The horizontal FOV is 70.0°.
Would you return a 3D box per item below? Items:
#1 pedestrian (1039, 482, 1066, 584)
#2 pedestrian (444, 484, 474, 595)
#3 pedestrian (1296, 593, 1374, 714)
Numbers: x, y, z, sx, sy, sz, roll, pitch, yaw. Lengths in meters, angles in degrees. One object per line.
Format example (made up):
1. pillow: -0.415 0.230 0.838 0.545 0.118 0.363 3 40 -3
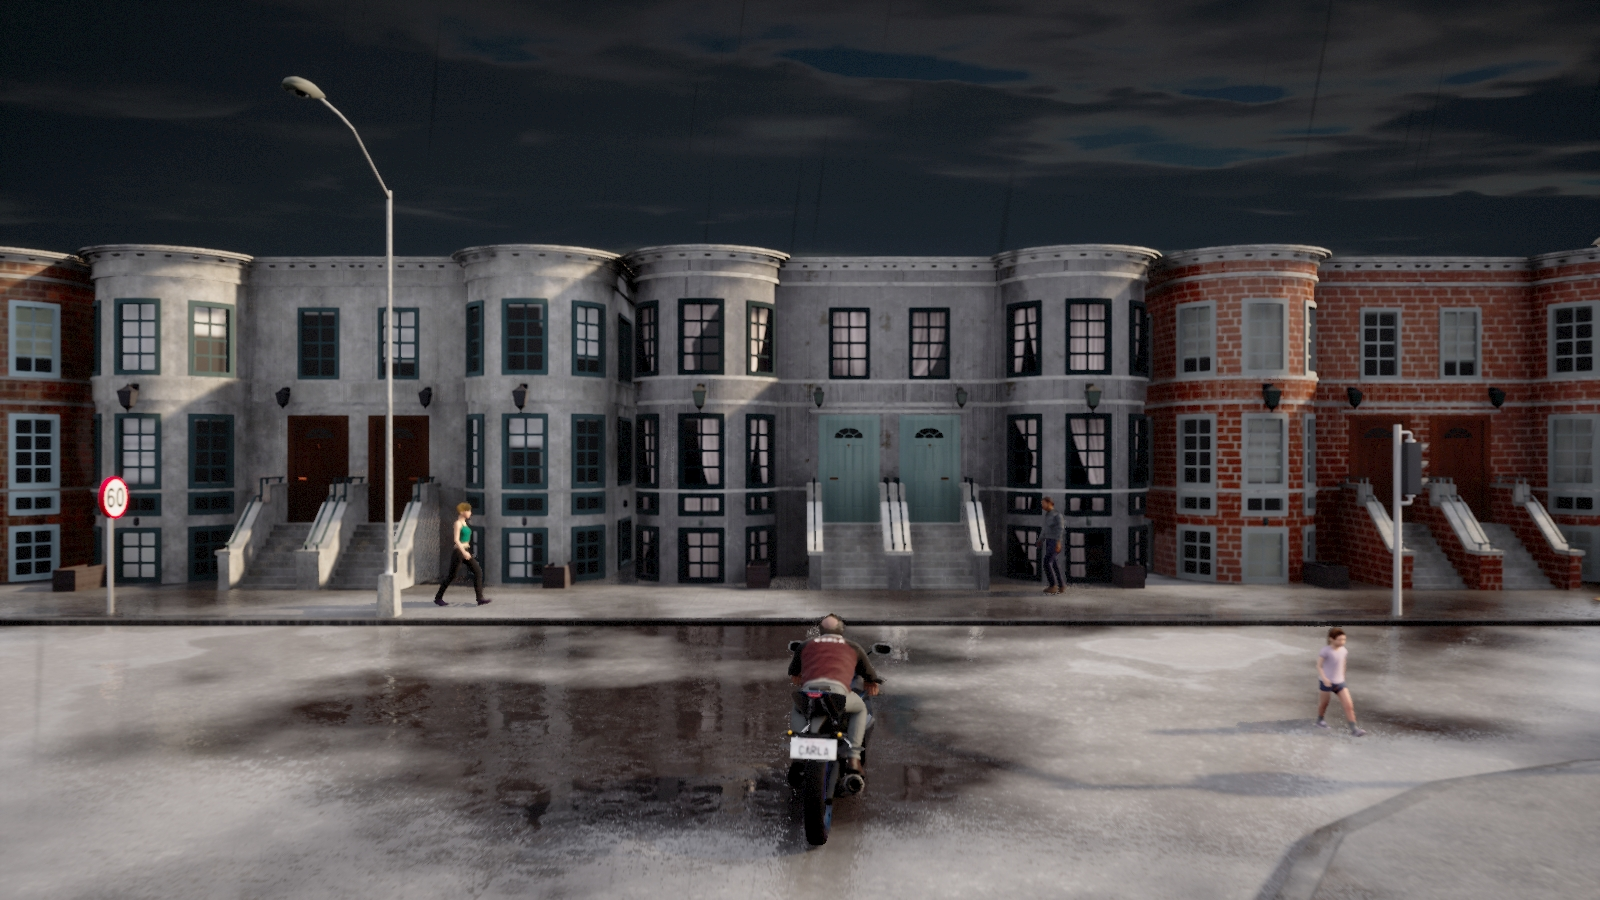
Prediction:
1. pedestrian: 4.671 1.525 21.137 0.375 1.860 0.375 0 0 -8
2. pedestrian: -5.836 1.525 19.563 0.375 1.860 0.375 0 0 6
3. pedestrian: 5.317 2.009 11.368 0.500 1.100 0.500 0 0 -10
